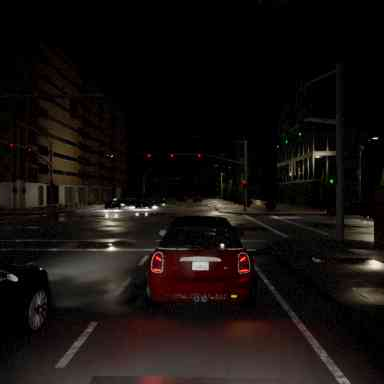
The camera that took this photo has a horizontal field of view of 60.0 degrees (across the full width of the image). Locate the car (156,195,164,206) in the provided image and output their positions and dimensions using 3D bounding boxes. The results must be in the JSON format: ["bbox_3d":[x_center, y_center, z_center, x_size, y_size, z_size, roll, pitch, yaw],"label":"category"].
[{"bbox_3d":[-6.405,1.491,55.030,2.128,1.511,4.902,0,0,2],"label":"car"}]

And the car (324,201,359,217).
[{"bbox_3d":[14.506,1.547,30.020,4.902,1.511,2.128,0,0,1],"label":"car"}]

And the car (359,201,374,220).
[{"bbox_3d":[16.693,1.603,26.473,5.357,1.411,2.033,0,0,1],"label":"car"}]

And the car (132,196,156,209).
[{"bbox_3d":[-6.630,1.564,46.139,1.994,1.385,4.181,0,0,1],"label":"car"}]

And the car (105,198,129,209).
[{"bbox_3d":[-10.161,1.564,44.144,1.994,1.385,4.181,0,0,1],"label":"car"}]

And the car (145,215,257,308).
[{"bbox_3d":[0.220,1.352,8.109,2.097,1.767,4.553,0,0,2],"label":"car"}]

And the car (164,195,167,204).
[{"bbox_3d":[-6.069,1.352,64.834,2.097,1.767,4.553,0,0,2],"label":"car"}]

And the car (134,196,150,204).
[{"bbox_3d":[-9.587,1.491,64.324,2.128,1.511,4.902,0,0,2],"label":"car"}]

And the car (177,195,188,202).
[{"bbox_3d":[-2.253,1.524,73.850,2.128,1.511,4.902,0,0,2],"label":"car"}]

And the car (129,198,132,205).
[{"bbox_3d":[-9.939,1.601,54.035,1.895,1.301,4.718,0,0,2],"label":"car"}]

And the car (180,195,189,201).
[{"bbox_3d":[-1.956,1.540,83.937,2.033,1.411,5.357,0,0,2],"label":"car"}]

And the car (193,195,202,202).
[{"bbox_3d":[1.246,1.478,73.830,1.882,1.535,5.008,0,0,2],"label":"car"}]

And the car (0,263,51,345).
[{"bbox_3d":[-3.396,1.492,3.880,2.128,1.511,4.902,0,0,1],"label":"car"}]

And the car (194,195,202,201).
[{"bbox_3d":[1.547,1.478,83.984,1.882,1.535,5.008,0,0,2],"label":"car"}]
